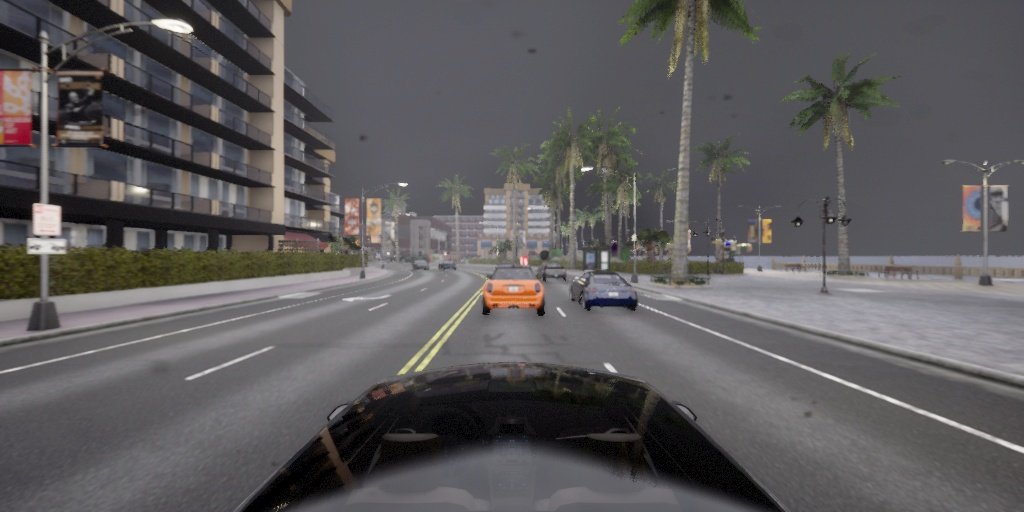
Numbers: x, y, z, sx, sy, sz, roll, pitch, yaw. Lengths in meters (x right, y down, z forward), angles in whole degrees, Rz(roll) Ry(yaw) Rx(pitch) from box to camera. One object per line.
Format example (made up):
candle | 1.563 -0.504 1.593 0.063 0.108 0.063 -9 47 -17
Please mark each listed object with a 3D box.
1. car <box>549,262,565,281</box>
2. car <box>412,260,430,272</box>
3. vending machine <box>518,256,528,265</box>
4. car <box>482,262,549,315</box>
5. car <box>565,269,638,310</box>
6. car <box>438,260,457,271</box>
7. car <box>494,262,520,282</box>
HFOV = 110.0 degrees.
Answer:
car | 3.116 1.234 29.063 2.128 1.511 4.902 0 0 -4
car | -11.984 1.240 47.100 1.837 1.490 4.892 0 0 -22
vending machine | 2.037 0.927 60.222 1.100 2.100 0.880 0 0 -27
car | 0.069 1.097 13.769 2.097 1.767 4.553 0 0 0
car | 3.574 1.310 14.598 1.994 1.385 4.181 0 0 0
car | -8.820 1.282 48.871 2.033 1.411 5.357 0 0 -21
car | -0.482 1.267 30.027 1.812 1.442 4.674 0 0 -6
